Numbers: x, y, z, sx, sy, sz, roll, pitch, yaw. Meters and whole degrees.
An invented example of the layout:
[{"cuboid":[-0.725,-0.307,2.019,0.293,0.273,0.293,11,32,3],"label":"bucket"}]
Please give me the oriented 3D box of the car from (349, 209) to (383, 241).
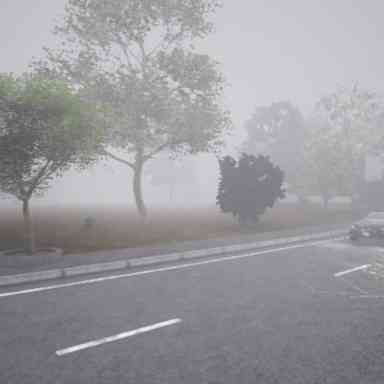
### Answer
[{"cuboid":[9.327,1.566,15.954,4.674,1.442,1.812,0,0,-40],"label":"car"}]
